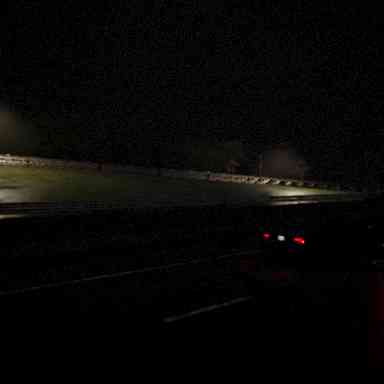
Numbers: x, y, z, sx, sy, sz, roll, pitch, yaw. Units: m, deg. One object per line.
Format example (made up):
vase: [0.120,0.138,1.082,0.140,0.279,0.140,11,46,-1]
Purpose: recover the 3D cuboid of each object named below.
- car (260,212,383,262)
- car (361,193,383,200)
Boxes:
car: [4.774,1.431,11.632,5.357,1.411,2.033,-1,0,-35]
car: [27.190,0.905,49.522,5.008,1.535,1.882,-1,0,-35]
